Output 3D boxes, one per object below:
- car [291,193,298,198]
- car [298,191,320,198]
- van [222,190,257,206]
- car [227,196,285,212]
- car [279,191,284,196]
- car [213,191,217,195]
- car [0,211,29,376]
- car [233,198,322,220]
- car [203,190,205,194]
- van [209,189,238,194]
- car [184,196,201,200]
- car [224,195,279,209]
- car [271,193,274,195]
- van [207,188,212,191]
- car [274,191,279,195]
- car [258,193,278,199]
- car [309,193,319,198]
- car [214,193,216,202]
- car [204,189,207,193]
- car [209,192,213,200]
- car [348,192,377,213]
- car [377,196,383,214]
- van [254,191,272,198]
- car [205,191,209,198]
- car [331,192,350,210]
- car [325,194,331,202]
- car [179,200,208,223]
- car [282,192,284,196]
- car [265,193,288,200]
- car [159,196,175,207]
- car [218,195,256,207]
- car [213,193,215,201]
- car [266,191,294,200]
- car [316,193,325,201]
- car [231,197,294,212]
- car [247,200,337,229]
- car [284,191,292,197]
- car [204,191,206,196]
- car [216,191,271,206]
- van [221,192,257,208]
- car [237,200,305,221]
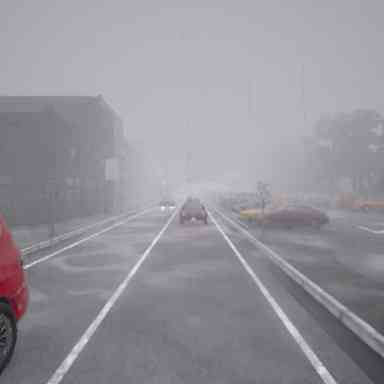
[{"bbox_3d":[19.245,1.178,53.836,4.892,1.521,2.231,0,0,0],"label":"car"},{"bbox_3d":[19.260,1.072,51.049,4.553,1.767,2.185,0,0,0],"label":"car"},{"bbox_3d":[5.984,1.077,37.290,4.442,1.987,1.878,0,0,0],"label":"van"},{"bbox_3d":[6.051,1.374,31.601,4.792,1.488,2.163,0,0,0],"label":"car"},{"bbox_3d":[19.236,0.982,62.190,4.553,1.767,2.185,0,0,0],"label":"car"},{"bbox_3d":[6.128,1.052,53.866,4.553,1.767,2.185,0,0,0],"label":"car"},{"bbox_3d":[-3.351,1.215,2.401,2.150,2.045,5.566,0,0,0],"label":"car"},{"bbox_3d":[5.865,1.403,23.252,5.366,1.575,1.946,0,0,0],"label":"car"},{"bbox_3d":[6.472,0.848,90.048,5.366,1.575,1.946,0,1,0],"label":"car"},{"bbox_3d":[6.081,0.859,65.060,4.442,1.987,1.878,0,1,0],"label":"van"},{"bbox_3d":[0.101,1.241,41.320,2.128,1.511,4.902,0,1,0],"label":"car"},{"bbox_3d":[6.084,1.325,34.384,4.892,1.521,2.231,0,0,0],"label":"car"},{"bbox_3d":[19.291,1.099,67.760,4.674,1.452,2.002,0,1,0],"label":"car"},{"bbox_3d":[6.374,0.707,81.696,4.442,1.987,1.878,0,1,0],"label":"van"},{"bbox_3d":[19.273,1.084,64.976,5.008,1.535,2.097,0,1,0],"label":"car"},{"bbox_3d":[19.349,0.945,84.470,4.674,1.452,2.002,0,1,0],"label":"car"},{"bbox_3d":[19.179,1.270,45.482,4.792,1.488,2.163,0,0,0],"label":"car"},{"bbox_3d":[6.325,1.217,48.299,5.366,1.575,1.946,0,0,0],"label":"car"},{"bbox_3d":[6.246,0.752,87.389,4.553,1.767,2.185,0,1,0],"label":"car"},{"bbox_3d":[6.159,1.138,62.216,4.792,1.488,2.163,0,0,0],"label":"car"},{"bbox_3d":[19.139,1.197,34.341,4.553,1.767,2.185,0,0,0],"label":"car"},{"bbox_3d":[19.182,1.237,28.896,4.553,1.767,2.185,0,0,0],"label":"car"},{"bbox_3d":[19.250,0.624,90.037,4.442,1.987,1.878,0,1,0],"label":"van"},{"bbox_3d":[6.032,1.033,70.566,5.366,1.575,1.946,0,1,0],"label":"car"},{"bbox_3d":[19.208,1.050,37.249,5.566,2.045,2.435,0,0,0],"label":"car"},{"bbox_3d":[19.375,1.278,40.035,5.366,1.575,1.946,0,0,0],"label":"car"},{"bbox_3d":[0.101,1.466,23.959,1.895,1.301,4.718,0,0,0],"label":"car"},{"bbox_3d":[19.263,1.131,59.406,5.008,1.535,2.097,0,0,0],"label":"car"},{"bbox_3d":[19.346,1.014,76.117,4.792,1.488,2.163,0,1,0],"label":"car"},{"bbox_3d":[-3.334,1.280,46.058,1.994,1.385,4.181,0,0,0],"label":"car"},{"bbox_3d":[6.123,1.243,45.516,4.892,1.521,2.231,0,0,0],"label":"car"},{"bbox_3d":[6.155,1.200,51.082,4.892,1.521,2.231,0,0,0],"label":"car"},{"bbox_3d":[19.279,0.759,73.327,5.566,2.045,2.435,0,1,0],"label":"car"},{"bbox_3d":[19.205,1.262,42.695,5.008,1.535,2.097,0,0,0],"label":"car"},{"bbox_3d":[6.073,1.405,28.818,4.674,1.452,2.002,0,0,0],"label":"car"},{"bbox_3d":[6.057,1.465,20.610,4.674,1.452,2.002,1,0,1],"label":"car"},{"bbox_3d":[19.221,0.902,56.618,5.566,2.045,2.435,0,0,0],"label":"car"},{"bbox_3d":[6.273,0.907,84.482,4.892,1.521,2.231,0,1,0],"label":"car"},{"bbox_3d":[6.081,1.032,39.948,5.566,2.045,2.435,0,0,0],"label":"car"},{"bbox_3d":[6.003,1.037,42.732,4.442,1.987,1.878,0,0,0],"label":"van"},{"bbox_3d":[6.090,1.415,26.034,4.792,1.488,2.163,0,0,0],"label":"car"}]
